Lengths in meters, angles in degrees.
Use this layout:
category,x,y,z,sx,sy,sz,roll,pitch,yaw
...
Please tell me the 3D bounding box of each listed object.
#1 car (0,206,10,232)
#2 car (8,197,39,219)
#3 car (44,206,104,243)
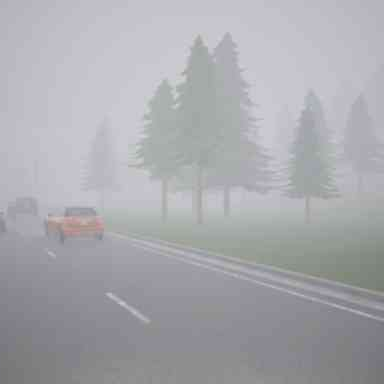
category,x,y,z,sx,sy,sz,roll,pitch,yaw
car,-12.558,1.684,20.366,1.812,1.442,4.674,0,-1,-34
car,-16.433,1.466,32.338,2.150,2.045,5.566,0,-1,-34
car,-6.220,1.481,17.250,2.097,1.767,4.553,0,0,-34
